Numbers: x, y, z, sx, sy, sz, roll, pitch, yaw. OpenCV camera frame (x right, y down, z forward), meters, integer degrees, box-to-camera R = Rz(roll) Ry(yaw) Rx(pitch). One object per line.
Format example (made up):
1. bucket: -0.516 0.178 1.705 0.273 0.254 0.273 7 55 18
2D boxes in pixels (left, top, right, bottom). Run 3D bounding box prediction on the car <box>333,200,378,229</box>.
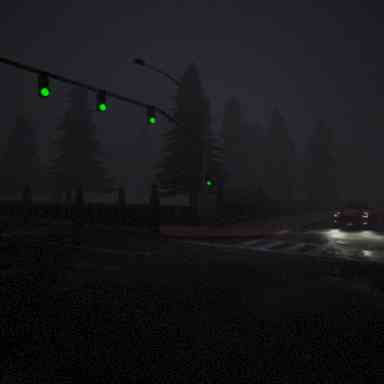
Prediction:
1. car: 10.684 1.356 21.668 2.097 1.767 4.553 0 0 35
